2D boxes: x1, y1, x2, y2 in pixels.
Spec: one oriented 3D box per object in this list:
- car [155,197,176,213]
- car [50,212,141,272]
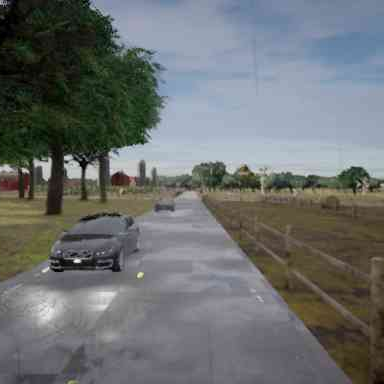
[{"bbox_3d":[-2.762,1.313,35.233,1.882,1.535,5.008,0,0,0],"label":"car"},{"bbox_3d":[-2.819,1.460,10.638,1.837,1.490,4.892,0,0,0],"label":"car"}]
